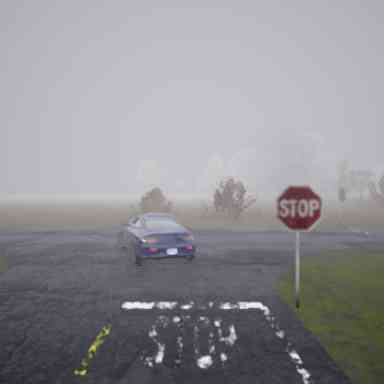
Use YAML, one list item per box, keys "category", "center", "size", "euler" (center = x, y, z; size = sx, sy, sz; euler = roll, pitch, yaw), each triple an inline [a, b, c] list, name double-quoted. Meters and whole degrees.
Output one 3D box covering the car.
- category: "car"
  center: [-1.322, 1.455, 11.372]
  size: [1.812, 1.442, 4.674]
  euler: [0, 0, -20]
